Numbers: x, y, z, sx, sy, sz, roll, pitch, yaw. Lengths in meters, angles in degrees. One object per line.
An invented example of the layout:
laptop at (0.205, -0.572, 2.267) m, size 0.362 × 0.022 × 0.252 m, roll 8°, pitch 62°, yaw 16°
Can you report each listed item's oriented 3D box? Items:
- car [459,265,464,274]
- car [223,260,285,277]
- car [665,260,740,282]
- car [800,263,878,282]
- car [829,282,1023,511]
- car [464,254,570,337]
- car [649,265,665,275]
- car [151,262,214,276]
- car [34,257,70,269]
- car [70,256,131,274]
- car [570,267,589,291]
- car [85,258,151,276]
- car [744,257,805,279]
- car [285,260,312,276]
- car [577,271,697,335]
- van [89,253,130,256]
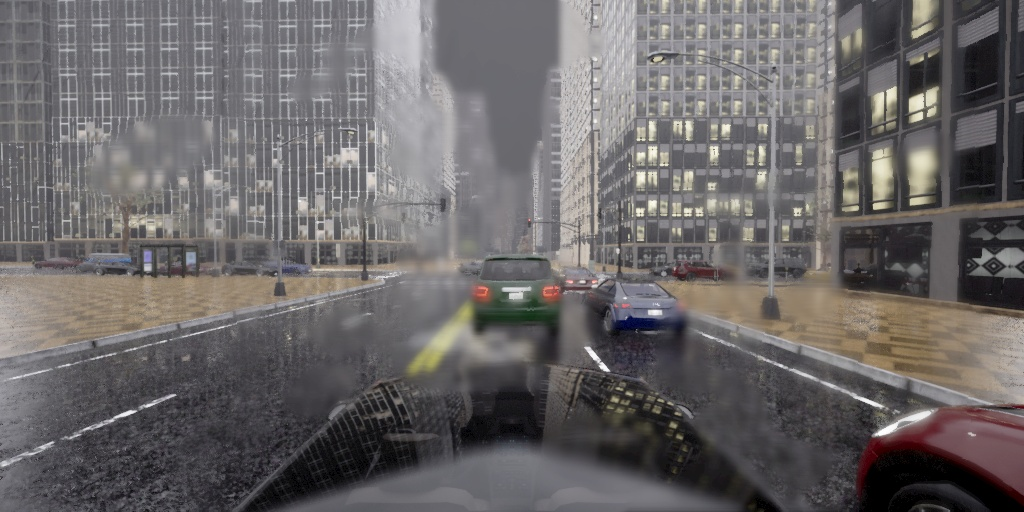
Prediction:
car at (-2.451, 1.237, 33.452) m, size 4.902 × 1.511 × 2.128 m, roll 1°, pitch 1°, yaw 1°
car at (-22.671, 1.172, 31.150) m, size 4.313 × 1.339 × 1.948 m, roll 0°, pitch 0°, yaw 1°
car at (16.253, 1.268, 30.542) m, size 5.009 × 1.841 × 2.192 m, roll 0°, pitch 0°, yaw 1°
car at (27.701, 1.577, 30.322) m, size 4.829 × 1.417 × 1.751 m, roll 0°, pitch 0°, yaw 1°
car at (3.344, 1.103, 0.464) m, size 2.097 × 1.767 × 4.553 m, roll 0°, pitch 0°, yaw 0°
car at (0.117, 0.967, 10.415) m, size 2.150 × 2.045 × 5.566 m, roll 0°, pitch 0°, yaw 0°
car at (16.486, 1.365, 36.343) m, size 4.892 × 1.490 × 1.837 m, roll 0°, pitch 1°, yaw -1°
car at (-28.355, 1.137, 31.295) m, size 4.207 × 1.307 × 1.802 m, roll 0°, pitch 0°, yaw 1°
car at (-50.890, 0.792, 40.290) m, size 4.207 × 1.307 × 1.802 m, roll 0°, pitch 0°, yaw 1°
car at (-38.713, 0.981, 34.224) m, size 4.181 × 1.385 × 1.994 m, roll 0°, pitch 1°, yaw 1°
car at (3.389, 1.287, 19.750) m, size 2.033 × 1.411 × 5.357 m, roll 0°, pitch 0°, yaw 0°
car at (-34.035, 1.068, 31.479) m, size 4.313 × 1.339 × 1.948 m, roll 0°, pitch 0°, yaw 1°
car at (26.562, 1.171, 36.122) m, size 5.566 × 2.045 × 2.150 m, roll 1°, pitch 1°, yaw 1°
car at (-21.401, 1.100, 33.827) m, size 4.674 × 1.442 × 1.812 m, roll 1°, pitch 1°, yaw 1°
car at (3.374, 1.310, 10.508) m, size 1.994 × 1.385 × 4.181 m, roll 0°, pitch 0°, yaw -1°
van at (-45.208, 0.603, 40.163) m, size 3.998 × 1.789 × 1.690 m, roll 0°, pitch 0°, yaw 1°
